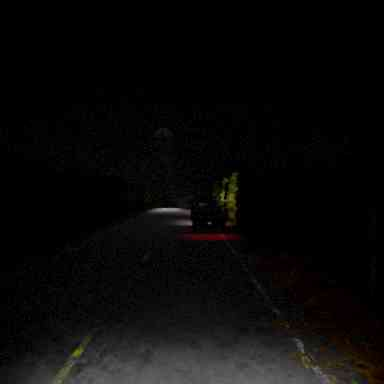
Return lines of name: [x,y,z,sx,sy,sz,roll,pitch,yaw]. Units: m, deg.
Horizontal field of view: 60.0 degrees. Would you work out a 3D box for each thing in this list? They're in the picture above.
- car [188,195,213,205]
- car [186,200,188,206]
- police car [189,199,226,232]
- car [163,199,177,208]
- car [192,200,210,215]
car: [0.957,1.286,30.538,2.150,2.045,5.566,0,0,0]
car: [-0.006,1.668,56.861,2.033,1.411,5.357,0,0,0]
police car: [0.958,1.469,20.617,1.930,1.638,5.238,0,0,0]
car: [-3.287,1.707,49.997,1.895,1.301,4.718,0,0,0]
car: [0.956,1.604,36.507,1.812,1.442,4.674,0,0,0]
